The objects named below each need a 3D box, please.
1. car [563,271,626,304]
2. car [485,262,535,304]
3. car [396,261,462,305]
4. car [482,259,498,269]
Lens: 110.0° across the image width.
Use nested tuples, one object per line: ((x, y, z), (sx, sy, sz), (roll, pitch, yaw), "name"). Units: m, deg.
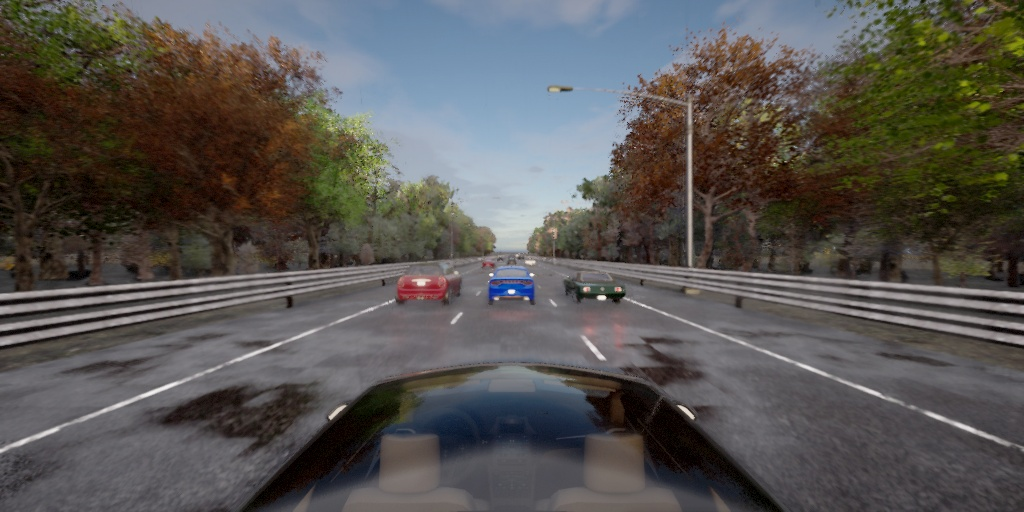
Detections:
((3.486, 1.324, 16.115), (1.895, 1.301, 4.718), (0, 0, 0), "car")
((-0.013, 1.205, 16.134), (1.882, 1.535, 5.008), (0, 0, 0), "car")
((-3.515, 1.082, 16.013), (2.097, 1.767, 4.553), (0, 0, 0), "car")
((-3.541, 1.169, 55.176), (1.812, 1.442, 4.674), (0, 0, 0), "car")
